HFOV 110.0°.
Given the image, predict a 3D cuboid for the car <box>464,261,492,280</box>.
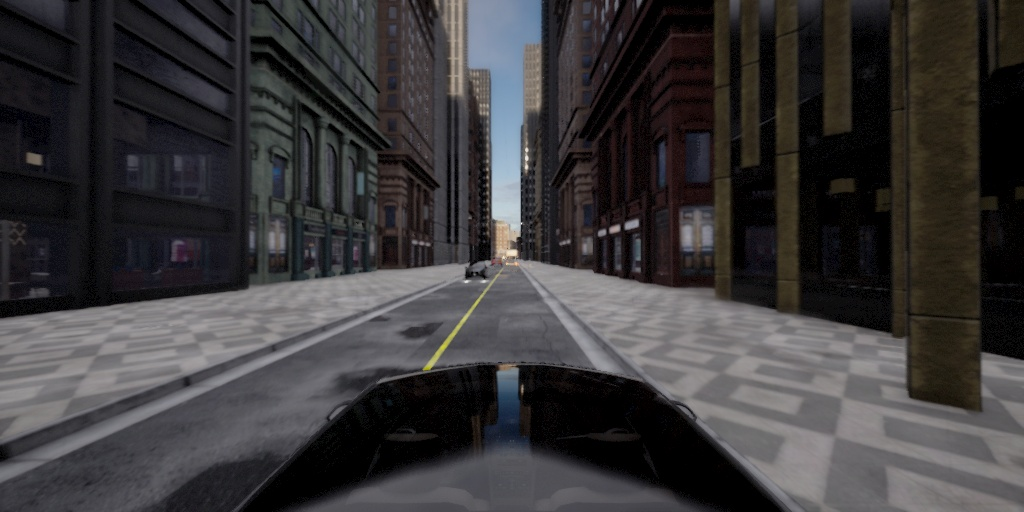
[{"bbox_3d":[-3.113,1.287,32.273,1.837,1.490,4.892,0,0,0],"label":"car"}]
